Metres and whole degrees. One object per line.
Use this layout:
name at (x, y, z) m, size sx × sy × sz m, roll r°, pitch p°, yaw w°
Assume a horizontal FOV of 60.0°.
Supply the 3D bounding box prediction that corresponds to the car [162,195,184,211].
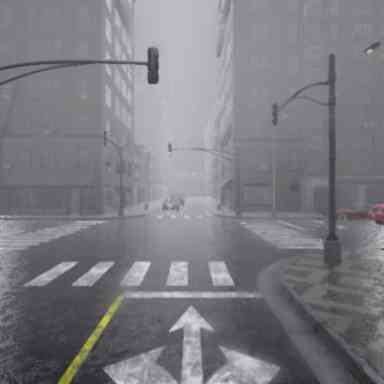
car at (-2.374, 1.392, 38.254) m, size 2.128 × 1.511 × 4.902 m, roll 0°, pitch 0°, yaw 0°

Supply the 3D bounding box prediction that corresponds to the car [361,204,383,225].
car at (14.197, 1.129, 21.015) m, size 5.566 × 2.045 × 2.150 m, roll 0°, pitch 0°, yaw 0°

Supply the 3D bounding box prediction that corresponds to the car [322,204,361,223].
car at (12.098, 1.529, 24.252) m, size 4.718 × 1.301 × 1.895 m, roll 0°, pitch 0°, yaw 0°

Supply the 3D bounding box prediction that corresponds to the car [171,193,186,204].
car at (-2.296, 1.108, 51.464) m, size 2.150 × 2.045 × 5.566 m, roll 0°, pitch 0°, yaw 1°

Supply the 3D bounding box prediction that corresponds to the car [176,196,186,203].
car at (-2.176, 1.428, 67.310) m, size 1.994 × 1.385 × 4.181 m, roll 0°, pitch 0°, yaw 0°
